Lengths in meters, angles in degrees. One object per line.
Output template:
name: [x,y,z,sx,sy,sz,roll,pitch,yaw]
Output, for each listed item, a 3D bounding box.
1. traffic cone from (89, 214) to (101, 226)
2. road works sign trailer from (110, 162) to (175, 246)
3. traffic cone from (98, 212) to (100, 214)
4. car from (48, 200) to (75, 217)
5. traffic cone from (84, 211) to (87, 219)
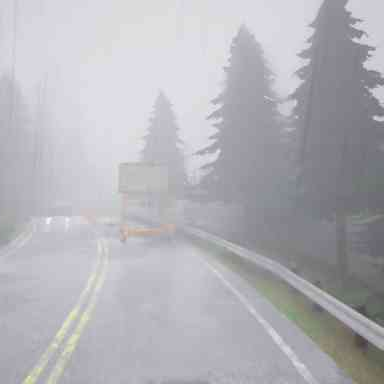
traffic cone: [-6.257,1.873,21.444,0.340,0.580,0.340,2,-1,-23]
road works sign trailer: [-2.266,0.442,15.484,2.380,3.560,2.880,1,0,-22]
traffic cone: [-7.664,1.892,27.362,0.340,0.580,0.340,1,-1,-23]
car: [-12.077,1.504,30.972,1.882,1.535,5.008,0,-3,-14]
traffic cone: [-7.807,1.859,25.133,0.340,0.580,0.340,2,-1,-23]
